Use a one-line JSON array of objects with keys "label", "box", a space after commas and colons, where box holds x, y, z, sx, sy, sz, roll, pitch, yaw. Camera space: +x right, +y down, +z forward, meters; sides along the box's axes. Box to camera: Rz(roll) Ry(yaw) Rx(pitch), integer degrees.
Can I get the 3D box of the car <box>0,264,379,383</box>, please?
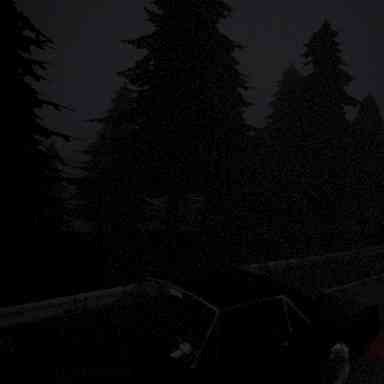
[{"label": "car", "box": [-0.056, 1.605, 3.559, 4.718, 1.301, 1.895, 0, 0, -35]}]
